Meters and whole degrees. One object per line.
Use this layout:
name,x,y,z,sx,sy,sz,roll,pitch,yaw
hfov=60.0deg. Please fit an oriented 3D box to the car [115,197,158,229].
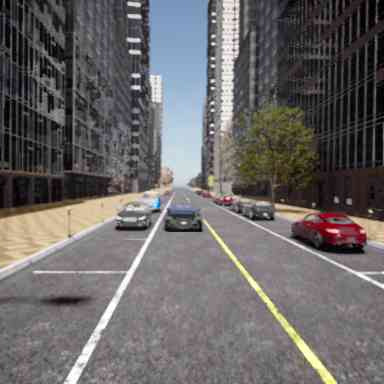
car,-3.205,1.233,18.870,2.008,1.369,4.403,1,1,-2

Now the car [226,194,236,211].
car,4.687,1.164,30.595,2.008,1.369,4.403,1,1,-2

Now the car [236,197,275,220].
car,4.927,1.255,24.908,2.008,1.369,4.403,1,1,-2

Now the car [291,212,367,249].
car,5.407,1.460,13.535,1.802,1.307,4.206,1,1,-2

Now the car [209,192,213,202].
car,3.970,0.774,47.653,1.967,1.590,4.097,1,1,-2

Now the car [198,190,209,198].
car,3.009,0.498,70.402,1.887,1.381,4.507,1,1,-2

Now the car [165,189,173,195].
car,-5.843,0.191,81.426,1.887,1.381,4.507,1,1,-2

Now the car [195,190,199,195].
car,2.290,0.222,87.461,1.947,1.339,4.313,1,1,-2

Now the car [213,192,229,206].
car,4.210,0.868,41.967,1.967,1.590,4.097,1,1,-2

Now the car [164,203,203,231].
car,-0.488,1.292,18.267,1.994,1.385,4.181,1,1,-2

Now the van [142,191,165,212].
van,-3.682,0.845,30.241,1.690,1.788,3.998,1,1,-2
